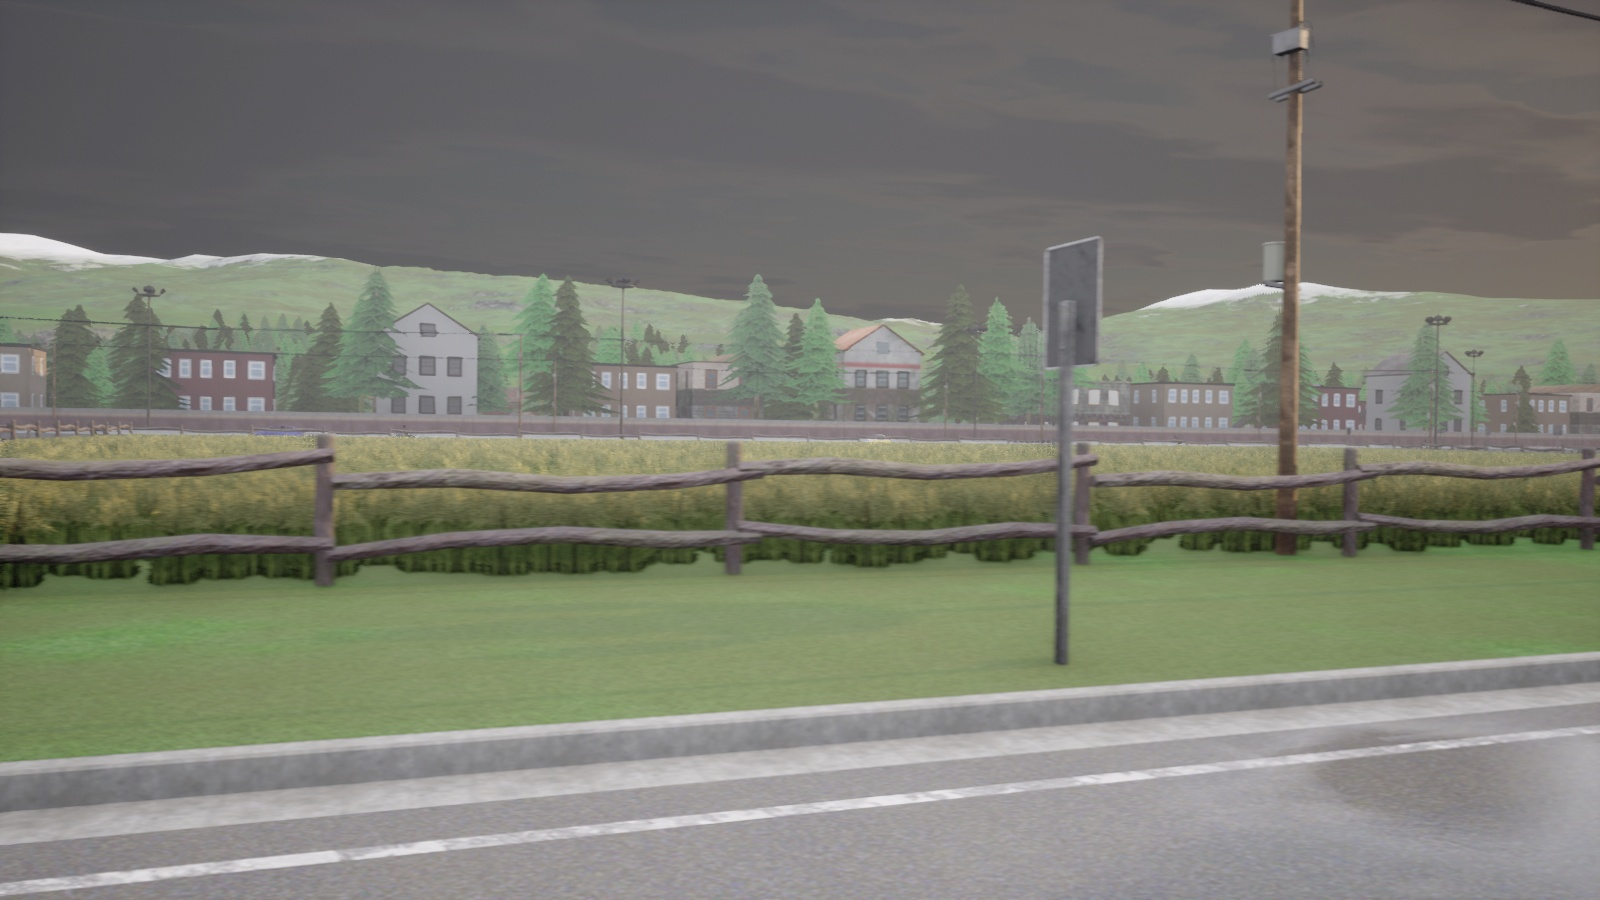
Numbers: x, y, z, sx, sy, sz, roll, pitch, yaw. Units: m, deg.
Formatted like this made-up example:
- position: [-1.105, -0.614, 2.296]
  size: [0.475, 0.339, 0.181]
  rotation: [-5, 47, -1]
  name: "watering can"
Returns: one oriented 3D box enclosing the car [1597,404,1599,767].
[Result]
- position: [6.250, 0.597, 5.611]
  size: [4.856, 1.649, 2.033]
  rotation: [-1, 1, -21]
  name: "car"
